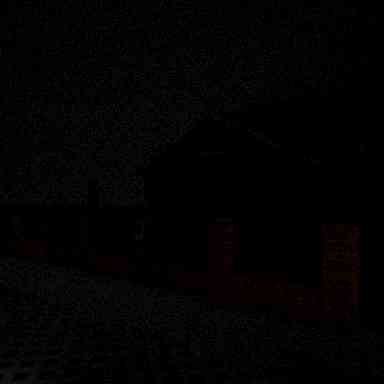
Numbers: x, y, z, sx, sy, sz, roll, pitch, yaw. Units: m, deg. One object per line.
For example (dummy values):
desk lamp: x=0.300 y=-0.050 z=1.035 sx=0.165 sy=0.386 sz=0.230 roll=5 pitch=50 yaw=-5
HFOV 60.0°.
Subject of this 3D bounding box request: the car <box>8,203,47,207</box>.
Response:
car: x=-11.320 y=1.522 z=21.608 sx=2.097 sy=1.767 sz=4.553 roll=-1 pitch=-1 yaw=35
